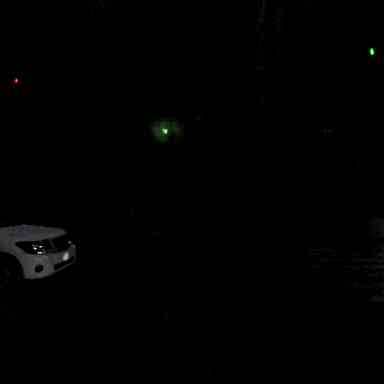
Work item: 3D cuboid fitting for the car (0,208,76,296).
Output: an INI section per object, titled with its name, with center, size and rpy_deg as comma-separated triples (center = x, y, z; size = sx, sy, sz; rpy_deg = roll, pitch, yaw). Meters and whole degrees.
[car]
center = -5.866, 1.240, 8.285
size = 5.566, 2.045, 2.150
rpy_deg = 0, 0, 2
